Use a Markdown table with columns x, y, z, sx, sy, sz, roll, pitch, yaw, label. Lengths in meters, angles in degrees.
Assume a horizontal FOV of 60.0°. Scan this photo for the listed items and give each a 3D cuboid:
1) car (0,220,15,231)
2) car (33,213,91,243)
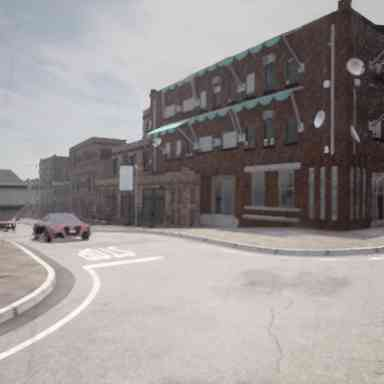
| x | y | z | sx | sy | sz | roll | pitch | yaw | label |
| --- | --- | --- | --- | --- | --- | --- | --- | --- | --- |
| -19.520 | 3.331 | 34.226 | 1.895 | 1.301 | 4.718 | 1 | -4 | -36 | car |
| -6.641 | 1.738 | 16.821 | 1.994 | 1.385 | 4.181 | 1 | -4 | -36 | car |
